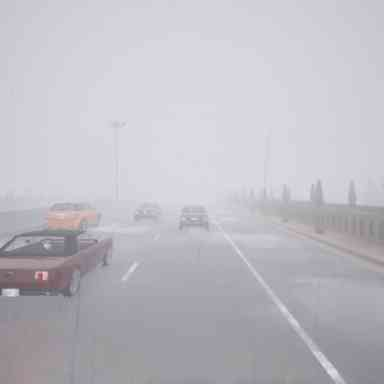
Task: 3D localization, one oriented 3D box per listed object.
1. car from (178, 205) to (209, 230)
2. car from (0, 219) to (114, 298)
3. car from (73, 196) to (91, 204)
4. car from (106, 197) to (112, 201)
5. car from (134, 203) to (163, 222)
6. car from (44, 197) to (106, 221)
[{"bbox_3d":[0.116,1.548,20.994,2.033,1.411,5.357,0,0,0],"label":"car"},{"bbox_3d":[-3.393,1.601,8.475,1.895,1.301,4.718,0,0,0],"label":"car"},{"bbox_3d":[-20.956,1.513,63.570,1.882,1.535,5.008,0,0,0],"label":"car"},{"bbox_3d":[-14.018,1.493,52.488,1.882,1.535,5.008,0,0,0],"label":"car"},{"bbox_3d":[-3.380,1.548,26.486,2.033,1.411,5.357,0,0,0],"label":"car"},{"bbox_3d":[-6.885,1.352,19.725,2.097,1.767,4.553,0,0,0],"label":"car"}]
